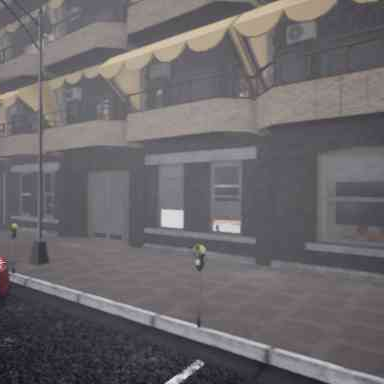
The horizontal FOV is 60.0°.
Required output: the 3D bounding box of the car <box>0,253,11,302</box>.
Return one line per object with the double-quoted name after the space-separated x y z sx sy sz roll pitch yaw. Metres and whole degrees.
-5.567 1.404 6.845 4.097 1.590 1.967 0 0 35 "car"
